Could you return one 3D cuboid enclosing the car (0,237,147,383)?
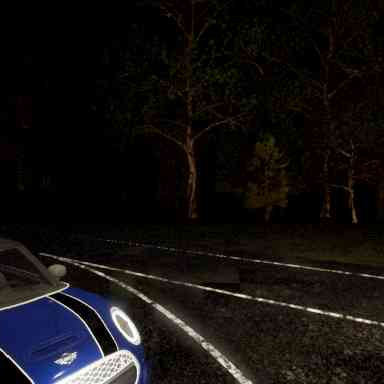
[{"bbox_3d":[-2.666,1.338,3.771,4.553,1.767,2.097,1,0,35],"label":"car"}]
